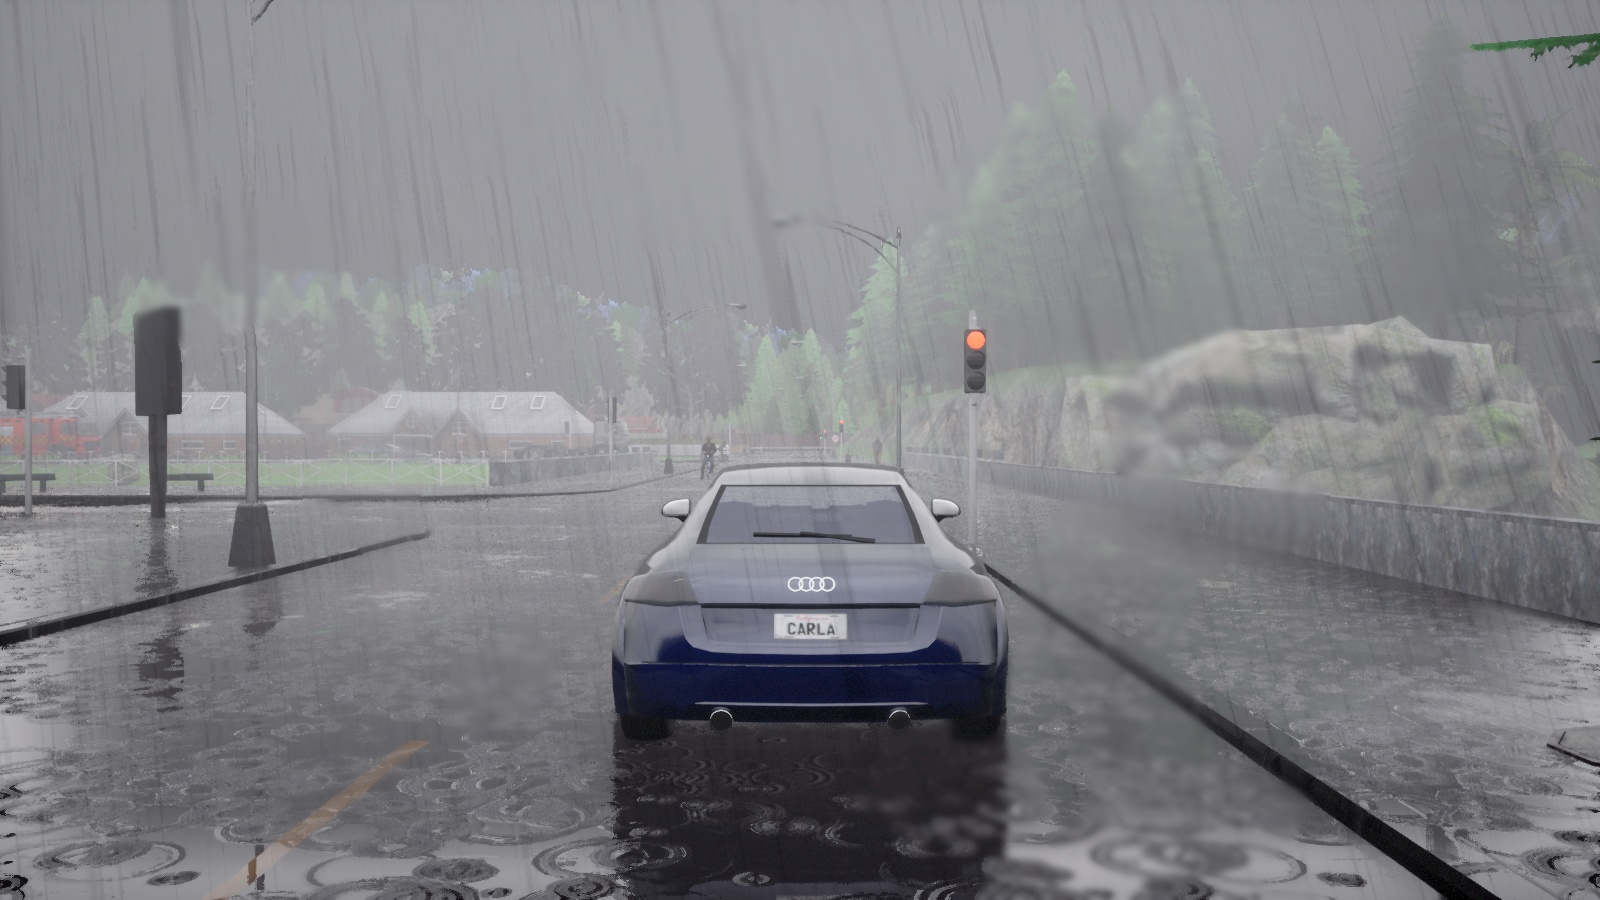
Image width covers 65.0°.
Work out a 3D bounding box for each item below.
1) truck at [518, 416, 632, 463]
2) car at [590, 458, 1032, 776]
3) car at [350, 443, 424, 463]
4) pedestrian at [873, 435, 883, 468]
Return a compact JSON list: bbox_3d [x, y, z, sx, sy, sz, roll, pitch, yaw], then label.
[{"bbox_3d":[-16.597,-0.774,93.068,7.936,3.462,2.891,0,0,0],"label":"truck"},{"bbox_3d":[0.066,0.767,7.763,1.994,1.385,4.181,0,0,1],"label":"car"},{"bbox_3d":[-30.631,0.196,93.157,4.792,1.488,2.163,0,0,0],"label":"car"},{"bbox_3d":[4.399,0.060,70.765,0.540,1.848,0.694,0,0,1],"label":"pedestrian"}]
